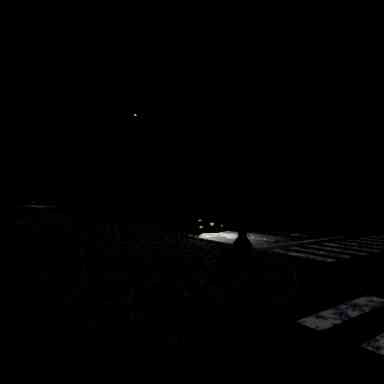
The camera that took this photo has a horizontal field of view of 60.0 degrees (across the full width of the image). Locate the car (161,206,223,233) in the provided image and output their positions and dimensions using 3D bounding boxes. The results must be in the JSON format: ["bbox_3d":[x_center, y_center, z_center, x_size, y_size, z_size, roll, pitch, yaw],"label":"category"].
[{"bbox_3d":[-0.082,1.518,19.436,1.994,1.385,4.181,1,0,-36],"label":"car"}]

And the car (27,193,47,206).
[{"bbox_3d":[-25.914,1.202,55.488,2.150,2.045,5.566,1,0,-36],"label":"car"}]
